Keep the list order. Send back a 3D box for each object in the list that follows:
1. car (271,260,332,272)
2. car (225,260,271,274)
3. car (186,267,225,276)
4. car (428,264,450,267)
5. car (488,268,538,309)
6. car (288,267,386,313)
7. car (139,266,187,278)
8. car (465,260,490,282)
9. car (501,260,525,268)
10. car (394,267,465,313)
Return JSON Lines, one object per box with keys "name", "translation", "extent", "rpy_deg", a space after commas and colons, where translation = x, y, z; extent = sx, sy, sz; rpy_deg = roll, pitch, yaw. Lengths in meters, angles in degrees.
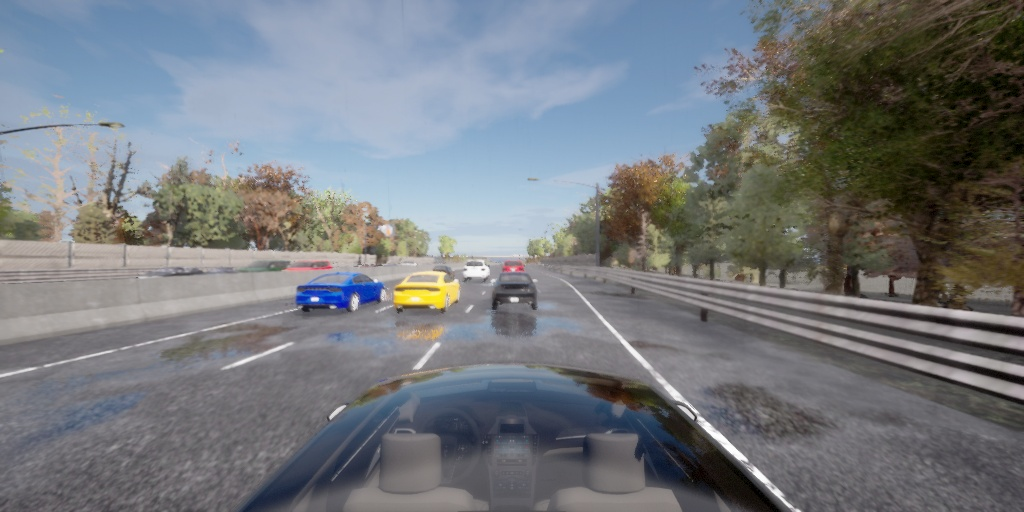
{"name": "car", "translation": [-17.584, 1.372, 30.891], "extent": [2.150, 2.045, 5.566], "rpy_deg": [0, -1, 0]}
{"name": "car", "translation": [-21.084, 1.370, 30.764], "extent": [2.150, 2.045, 5.566], "rpy_deg": [0, -1, 0]}
{"name": "car", "translation": [-24.583, 1.706, 30.442], "extent": [1.994, 1.385, 4.181], "rpy_deg": [0, -1, 0]}
{"name": "car", "translation": [-6.883, 1.732, 36.006], "extent": [1.837, 1.490, 4.892], "rpy_deg": [0, -1, 0]}
{"name": "car", "translation": [0.103, 1.452, 16.113], "extent": [1.837, 1.490, 4.892], "rpy_deg": [0, -1, 0]}
{"name": "car", "translation": [-6.898, 1.408, 15.047], "extent": [1.882, 1.535, 5.008], "rpy_deg": [0, -1, 0]}
{"name": "car", "translation": [-27.788, 1.620, 29.472], "extent": [2.128, 1.511, 4.902], "rpy_deg": [0, -1, -2]}
{"name": "car", "translation": [-3.385, 1.434, 34.973], "extent": [2.150, 2.045, 5.566], "rpy_deg": [0, -1, 0]}
{"name": "car", "translation": [0.116, 1.436, 35.032], "extent": [2.150, 2.045, 5.566], "rpy_deg": [0, -1, 0]}
{"name": "car", "translation": [-3.398, 1.410, 15.117], "extent": [1.882, 1.535, 5.008], "rpy_deg": [0, -1, 0]}
